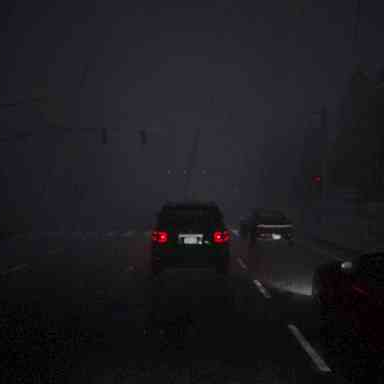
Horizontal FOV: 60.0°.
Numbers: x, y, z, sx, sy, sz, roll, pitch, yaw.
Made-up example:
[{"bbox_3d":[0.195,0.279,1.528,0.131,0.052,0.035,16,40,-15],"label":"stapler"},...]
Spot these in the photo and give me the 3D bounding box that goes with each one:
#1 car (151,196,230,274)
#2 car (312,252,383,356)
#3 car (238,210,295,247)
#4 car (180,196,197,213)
[{"bbox_3d":[-0.061,1.309,10.966,2.150,2.045,5.566,0,0,-1],"label":"car"},{"bbox_3d":[3.453,1.604,5.177,1.994,1.385,4.181,0,0,0],"label":"car"},{"bbox_3d":[3.391,1.612,15.802,2.128,1.511,4.902,0,-1,0],"label":"car"},{"bbox_3d":[-0.490,1.563,43.964,2.150,2.045,5.566,0,0,-1],"label":"car"}]
